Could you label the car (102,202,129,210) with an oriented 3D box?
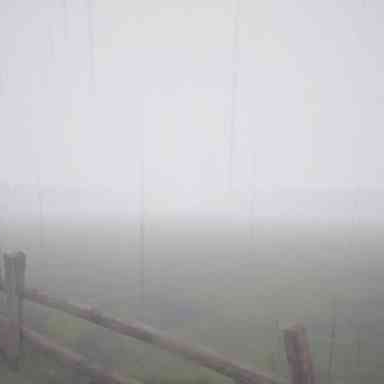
[{"bbox_3d":[-13.353,2.450,57.963,1.895,1.301,4.718,-1,-2,36],"label":"car"}]
